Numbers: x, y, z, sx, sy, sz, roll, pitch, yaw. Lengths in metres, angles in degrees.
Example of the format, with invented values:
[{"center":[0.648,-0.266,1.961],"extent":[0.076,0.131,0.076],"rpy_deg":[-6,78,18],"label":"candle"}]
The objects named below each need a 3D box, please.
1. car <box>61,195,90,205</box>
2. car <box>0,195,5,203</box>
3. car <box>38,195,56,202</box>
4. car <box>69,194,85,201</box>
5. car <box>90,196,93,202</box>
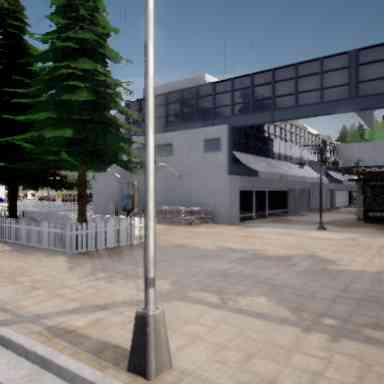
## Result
[{"center":[-18.864,1.108,52.981],"extent":[4.605,1.855,1.932],"rpy_deg":[0,0,36],"label":"car"},{"center":[-35.985,1.333,60.979],"extent":[3.633,1.501,1.845],"rpy_deg":[0,0,36],"label":"car"},{"center":[-30.070,1.312,69.033],"extent":[4.514,1.523,2.007],"rpy_deg":[0,0,36],"label":"car"},{"center":[-29.041,1.377,83.645],"extent":[3.806,1.475,1.970],"rpy_deg":[0,0,36],"label":"car"},{"center":[-17.487,1.088,55.573],"extent":[3.866,1.878,1.905],"rpy_deg":[0,0,36],"label":"car"}]
